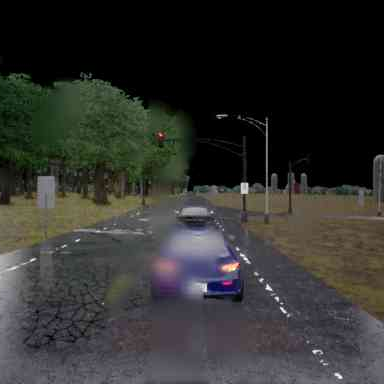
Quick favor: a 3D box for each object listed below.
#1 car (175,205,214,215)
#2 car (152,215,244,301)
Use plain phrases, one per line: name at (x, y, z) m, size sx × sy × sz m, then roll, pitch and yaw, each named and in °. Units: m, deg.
car at (0.138, 1.432, 17.431) m, size 1.882 × 1.535 × 5.008 m, roll 0°, pitch 0°, yaw 0°
car at (0.122, 1.516, 8.153) m, size 1.812 × 1.442 × 4.674 m, roll 0°, pitch 0°, yaw 0°
